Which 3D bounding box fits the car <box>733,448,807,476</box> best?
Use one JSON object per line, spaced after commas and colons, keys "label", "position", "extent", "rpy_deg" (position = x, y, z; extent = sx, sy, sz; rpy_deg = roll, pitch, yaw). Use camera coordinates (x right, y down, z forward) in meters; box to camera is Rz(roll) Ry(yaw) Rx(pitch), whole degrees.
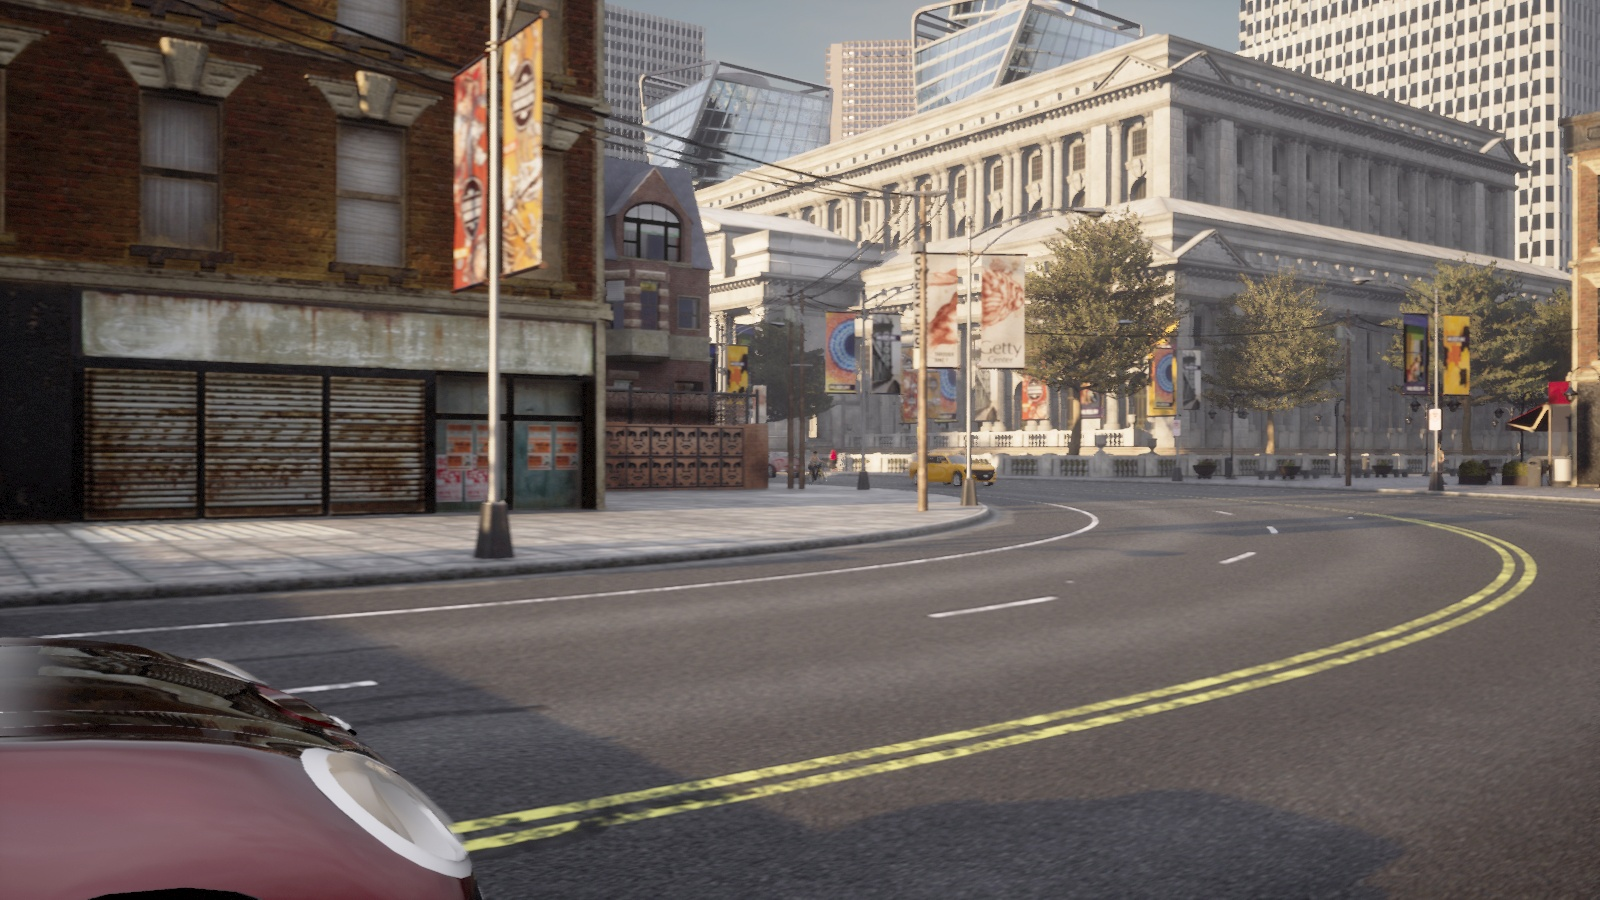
{"label": "car", "position": [-1.916, 0.735, 77.524], "extent": [2.152, 1.651, 5.027], "rpy_deg": [0, 0, -35]}

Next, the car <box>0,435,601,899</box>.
{"label": "car", "position": [-2.475, 0.721, 1.934], "extent": [3.806, 1.475, 1.970], "rpy_deg": [0, 0, -35]}

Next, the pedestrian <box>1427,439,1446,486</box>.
{"label": "pedestrian", "position": [25.039, 0.477, 49.387], "extent": [0.345, 1.836, 0.594], "rpy_deg": [0, 0, -18]}

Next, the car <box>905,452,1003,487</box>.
{"label": "car", "position": [7.022, 0.861, 57.795], "extent": [1.882, 1.535, 5.008], "rpy_deg": [0, 0, -30]}
